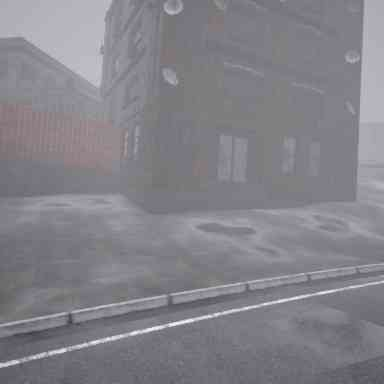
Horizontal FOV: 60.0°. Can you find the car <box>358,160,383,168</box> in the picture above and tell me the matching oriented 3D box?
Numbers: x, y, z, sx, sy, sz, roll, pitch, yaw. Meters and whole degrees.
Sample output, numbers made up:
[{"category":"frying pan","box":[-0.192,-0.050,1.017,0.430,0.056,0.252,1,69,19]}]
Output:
[{"category":"car","box":[22.559,-3.265,42.061,4.553,1.767,2.185,2,-3,16]}]
